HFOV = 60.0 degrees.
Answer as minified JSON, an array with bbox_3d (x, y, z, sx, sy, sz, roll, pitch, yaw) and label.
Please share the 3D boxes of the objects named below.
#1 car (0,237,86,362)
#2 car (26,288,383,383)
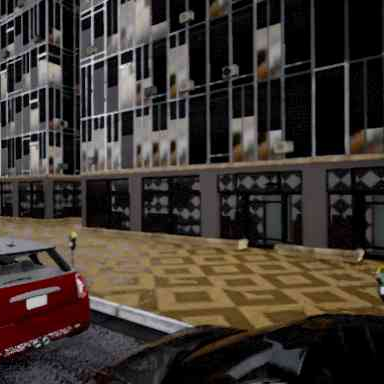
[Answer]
[{"bbox_3d":[-3.585,1.451,5.436,4.097,1.590,1.967,0,0,35],"label":"car"},{"bbox_3d":[1.041,1.567,2.137,4.313,1.339,1.947,0,0,35],"label":"car"}]
